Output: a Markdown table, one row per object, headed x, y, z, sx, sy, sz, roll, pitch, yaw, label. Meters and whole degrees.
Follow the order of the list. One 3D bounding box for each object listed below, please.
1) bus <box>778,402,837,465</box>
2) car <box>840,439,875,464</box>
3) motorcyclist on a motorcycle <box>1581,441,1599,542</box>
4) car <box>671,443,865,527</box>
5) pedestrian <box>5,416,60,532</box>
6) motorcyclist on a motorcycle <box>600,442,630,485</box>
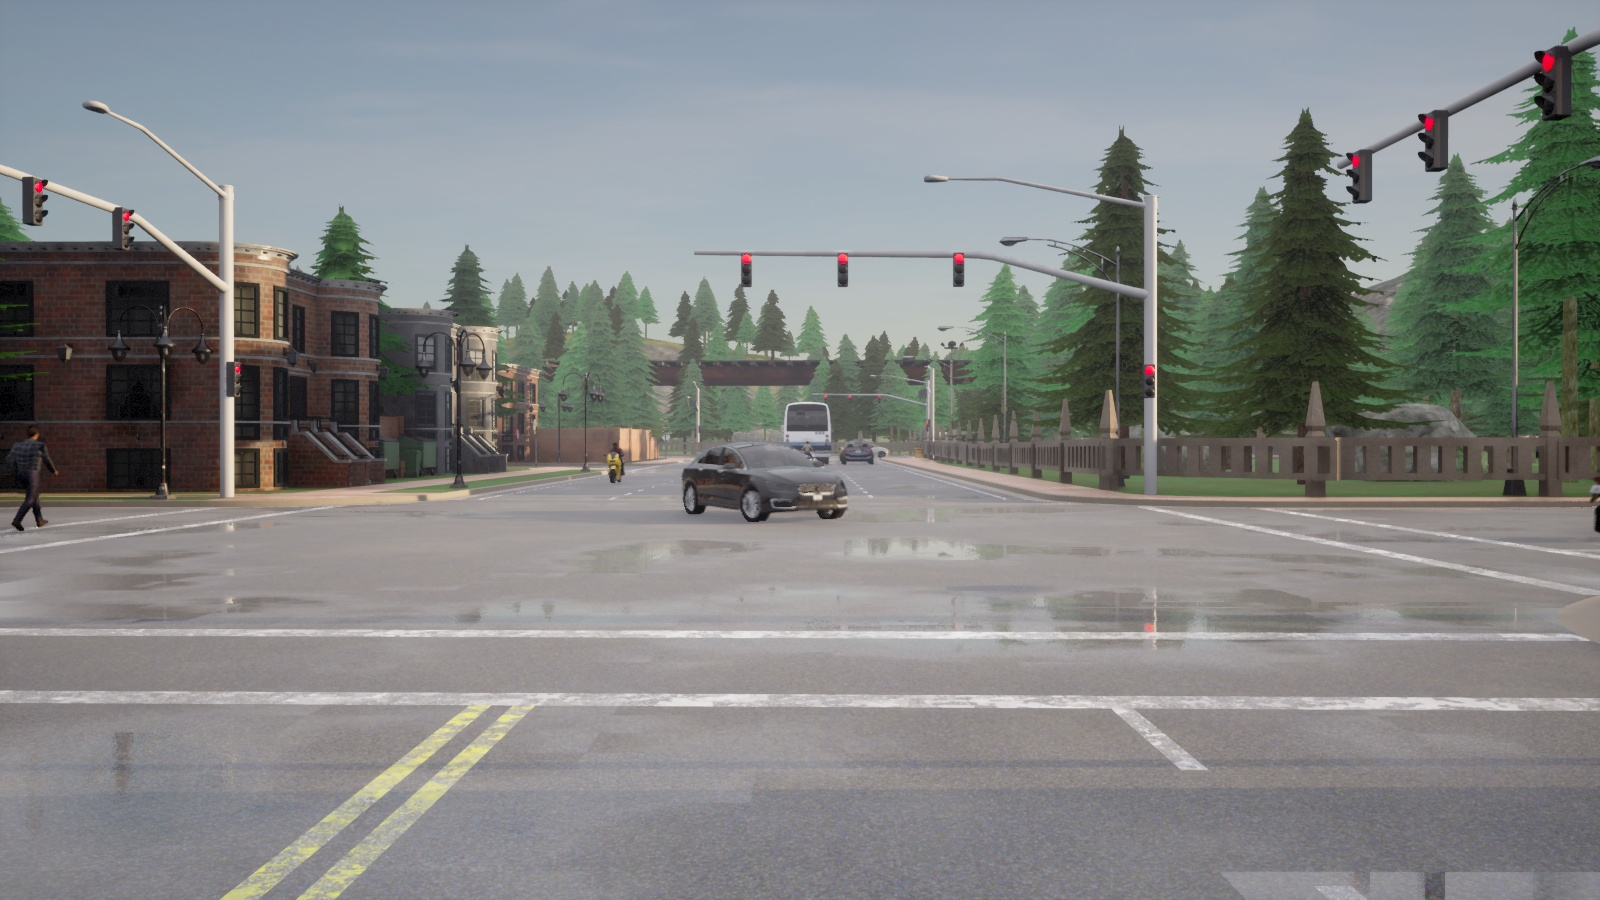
| x | y | z | sx | sy | sz | roll | pitch | yaw | label |
| --- | --- | --- | --- | --- | --- | --- | --- | --- | --- |
| 0.524 | -1.136 | 89.810 | 3.944 | 4.253 | 10.273 | 0 | 0 | 0 | bus |
| 4.014 | 0.095 | 88.372 | 2.242 | 1.667 | 4.611 | 0 | 0 | 0 | car |
| 13.116 | 0.632 | 19.028 | 2.044 | 1.523 | 0.797 | 0 | 0 | 1 | motorcyclist on a motorcycle |
| -0.775 | 0.609 | 25.152 | 1.837 | 1.490 | 4.892 | -1 | 1 | -29 | car |
| -13.095 | 0.404 | 21.441 | 0.423 | 1.949 | 0.788 | 0 | 0 | 2 | pedestrian |
| -6.727 | 0.465 | 45.732 | 0.797 | 1.523 | 2.044 | 0 | 0 | 0 | motorcyclist on a motorcycle |
